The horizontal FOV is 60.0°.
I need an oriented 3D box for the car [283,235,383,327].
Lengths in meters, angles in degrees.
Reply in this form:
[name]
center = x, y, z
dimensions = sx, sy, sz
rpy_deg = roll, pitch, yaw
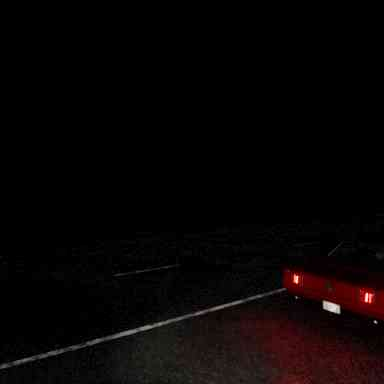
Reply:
[car]
center = 4.051, 1.532, 6.615
dimensions = 4.718, 1.301, 1.895
rpy_deg = -1, 1, -35
